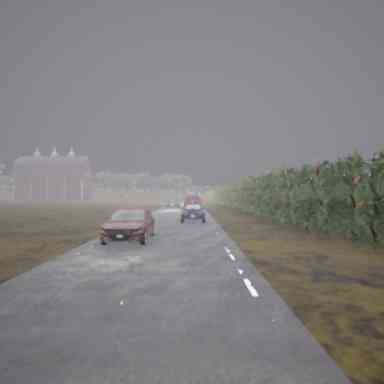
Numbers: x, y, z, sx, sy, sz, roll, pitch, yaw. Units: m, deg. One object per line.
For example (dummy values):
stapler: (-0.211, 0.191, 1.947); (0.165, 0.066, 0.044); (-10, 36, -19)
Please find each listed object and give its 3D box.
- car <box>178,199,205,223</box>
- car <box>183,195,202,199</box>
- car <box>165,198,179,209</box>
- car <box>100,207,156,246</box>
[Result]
car: (0.073, 1.557, 26.045); (1.812, 1.442, 4.674); (0, 0, 0)
car: (0.073, 1.375, 42.840); (2.150, 2.045, 5.566); (0, -1, 0)
car: (-2.841, 1.701, 49.545); (2.128, 1.511, 4.902); (0, -1, 0)
car: (-2.821, 1.469, 15.523); (1.882, 1.535, 5.008); (0, 0, 0)
